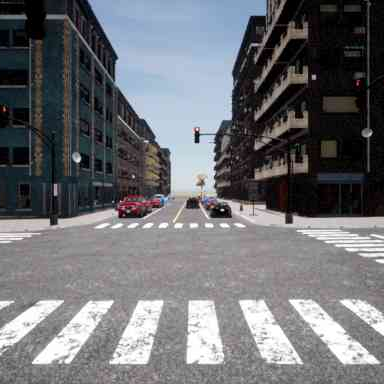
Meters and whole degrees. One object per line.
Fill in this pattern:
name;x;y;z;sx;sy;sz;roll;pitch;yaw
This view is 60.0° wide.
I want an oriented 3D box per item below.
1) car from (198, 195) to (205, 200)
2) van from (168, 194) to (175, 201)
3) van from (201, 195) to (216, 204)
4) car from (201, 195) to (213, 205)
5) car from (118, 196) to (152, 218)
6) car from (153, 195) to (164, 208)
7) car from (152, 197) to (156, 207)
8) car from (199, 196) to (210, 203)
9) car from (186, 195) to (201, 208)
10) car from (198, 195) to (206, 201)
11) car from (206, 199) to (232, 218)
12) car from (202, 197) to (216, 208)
car;2.582;1.500;91.272;1.887;1.381;4.507;0;0;0
van;-5.298;1.302;85.720;1.690;1.788;3.998;0;0;0
van;2.575;1.330;46.855;1.690;1.788;3.998;0;0;0
car;2.577;1.422;57.959;1.967;1.590;4.097;0;0;0
car;-5.308;1.311;30.200;2.192;1.841;5.009;0;0;0
car;-5.305;1.533;46.856;1.887;1.381;4.507;0;0;0
car;-5.308;1.539;35.752;1.887;1.381;4.507;0;0;0
car;2.579;1.526;69.063;2.008;1.369;4.403;0;0;0
car;0.109;1.492;48.827;1.837;1.490;4.892;0;0;0
car;2.581;1.506;85.719;1.887;1.381;4.507;0;0;0
car;2.572;1.562;30.199;1.947;1.339;4.313;0;0;0
car;2.574;1.573;41.303;1.802;1.307;4.206;0;0;0
